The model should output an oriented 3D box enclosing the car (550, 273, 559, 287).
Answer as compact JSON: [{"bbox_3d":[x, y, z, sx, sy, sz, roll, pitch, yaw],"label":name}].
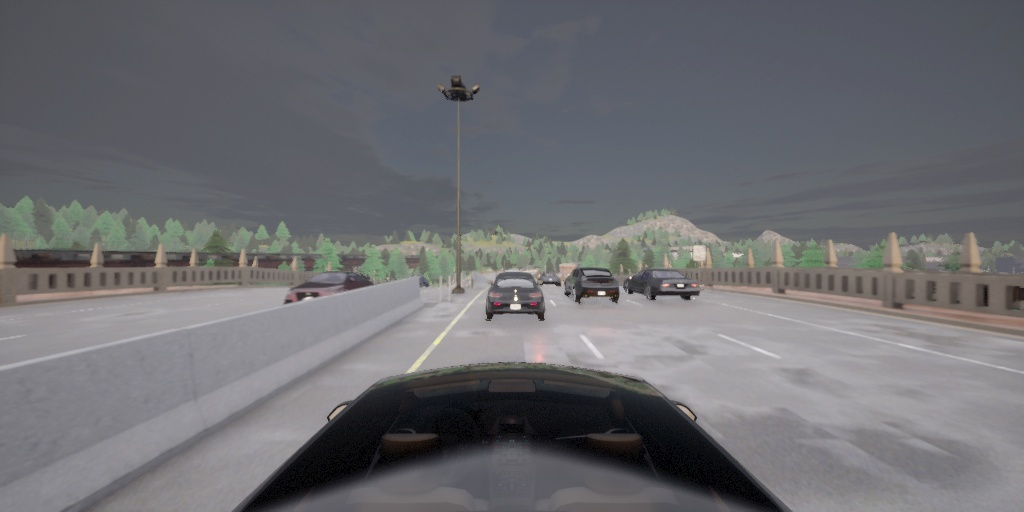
[{"bbox_3d":[3.597,2.337,35.235,1.994,1.385,4.181,0,-5,0],"label":"car"}]

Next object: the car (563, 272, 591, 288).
[{"bbox_3d":[7.097,2.701,39.517,2.128,1.511,4.902,0,-6,0],"label":"car"}]

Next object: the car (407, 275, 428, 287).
[{"bbox_3d":[-10.587,2.783,39.947,1.812,1.442,4.674,0,-6,0],"label":"car"}]

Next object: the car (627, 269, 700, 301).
[{"bbox_3d":[7.099,1.342,17.622,2.033,1.411,5.357,0,-1,0],"label":"car"}]

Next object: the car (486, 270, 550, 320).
[{"bbox_3d":[0.100,1.277,12.473,1.812,1.442,4.674,0,0,0],"label":"car"}]

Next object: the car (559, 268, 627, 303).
[{"bbox_3d":[3.597,1.284,16.811,1.837,1.490,4.892,0,-1,0],"label":"car"}]

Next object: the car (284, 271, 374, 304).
[{"bbox_3d":[-7.100,1.319,14.423,1.994,1.385,4.181,0,0,0],"label":"car"}]

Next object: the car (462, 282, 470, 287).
[{"bbox_3d":[-7.059,4.768,56.196,1.882,1.535,5.008,0,-7,0],"label":"car"}]

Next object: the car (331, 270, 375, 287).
[{"bbox_3d":[-14.096,2.066,32.091,1.994,1.385,4.181,0,-5,0],"label":"car"}]
